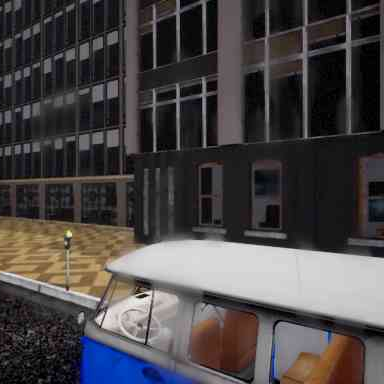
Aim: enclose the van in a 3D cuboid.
[{"bbox_3d":[0.924,1.341,2.215,3.998,1.788,1.690,0,0,35],"label":"van"}]
